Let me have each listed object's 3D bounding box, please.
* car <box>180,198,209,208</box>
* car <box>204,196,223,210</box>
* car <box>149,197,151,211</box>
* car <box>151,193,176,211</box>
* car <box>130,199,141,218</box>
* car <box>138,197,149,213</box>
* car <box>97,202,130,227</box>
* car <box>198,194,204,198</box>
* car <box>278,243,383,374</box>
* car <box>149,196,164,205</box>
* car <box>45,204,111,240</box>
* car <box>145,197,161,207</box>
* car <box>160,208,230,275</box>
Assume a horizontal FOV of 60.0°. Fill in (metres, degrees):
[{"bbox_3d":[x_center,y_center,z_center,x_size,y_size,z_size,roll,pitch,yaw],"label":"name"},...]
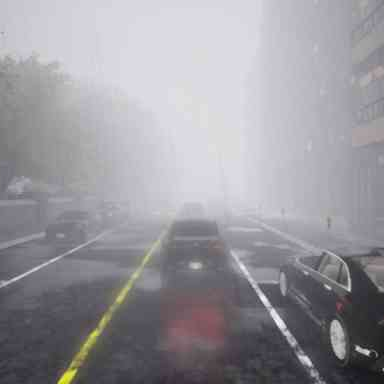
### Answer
[{"bbox_3d":[0.048,1.481,26.283,2.033,1.411,5.357,0,0,0],"label":"car"},{"bbox_3d":[2.667,1.456,38.777,2.008,1.369,4.403,0,0,0],"label":"car"},{"bbox_3d":[-5.713,1.346,38.769,1.967,1.590,4.097,0,0,0],"label":"car"},{"bbox_3d":[-3.124,1.127,38.855,2.150,2.045,5.566,0,0,0],"label":"car"},{"bbox_3d":[-5.705,1.512,27.692,1.802,1.307,4.206,0,0,0],"label":"car"},{"bbox_3d":[-5.709,1.444,33.060,1.752,1.417,4.829,0,0,0],"label":"car"},{"bbox_3d":[-5.701,1.383,22.153,1.967,1.590,4.097,0,0,0],"label":"car"},{"bbox_3d":[2.631,1.379,93.309,1.947,1.339,4.313,0,0,0],"label":"car"},{"bbox_3d":[2.689,1.535,5.545,2.008,1.369,4.403,0,0,0],"label":"car"},{"bbox_3d":[-5.853,1.416,55.385,1.887,1.381,4.507,0,0,0],"label":"car"},{"bbox_3d":[-5.698,1.523,16.615,1.947,1.339,4.313,0,0,0],"label":"car"},{"bbox_3d":[-5.798,1.433,49.845,2.008,1.369,4.403,0,0,0],"label":"car"},{"bbox_3d":[0.066,1.479,10.327,1.837,1.490,4.892,0,1,-1],"label":"car"}]
